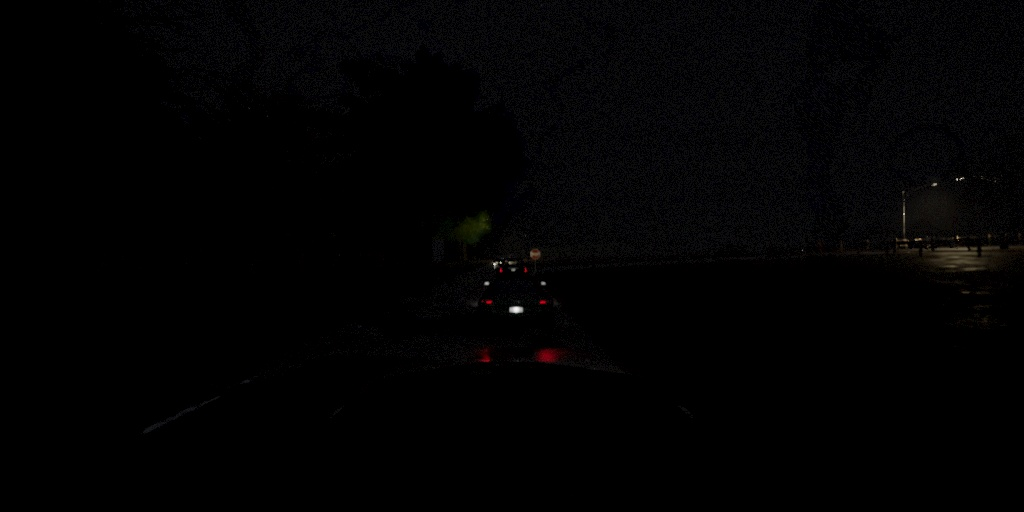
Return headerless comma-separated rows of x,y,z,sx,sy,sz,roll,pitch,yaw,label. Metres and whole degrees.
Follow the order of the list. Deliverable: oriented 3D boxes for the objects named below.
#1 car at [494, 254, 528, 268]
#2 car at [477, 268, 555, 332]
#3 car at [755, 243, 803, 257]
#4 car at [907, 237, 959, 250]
0.068,0.899,25.045,2.097,1.767,4.553,0,1,-1,car
0.095,1.232,10.548,1.994,1.385,4.181,0,1,0,car
31.298,-0.725,42.094,4.902,1.511,2.128,-3,1,1,car
49.130,-1.487,41.833,4.674,1.442,1.812,-3,1,1,car
